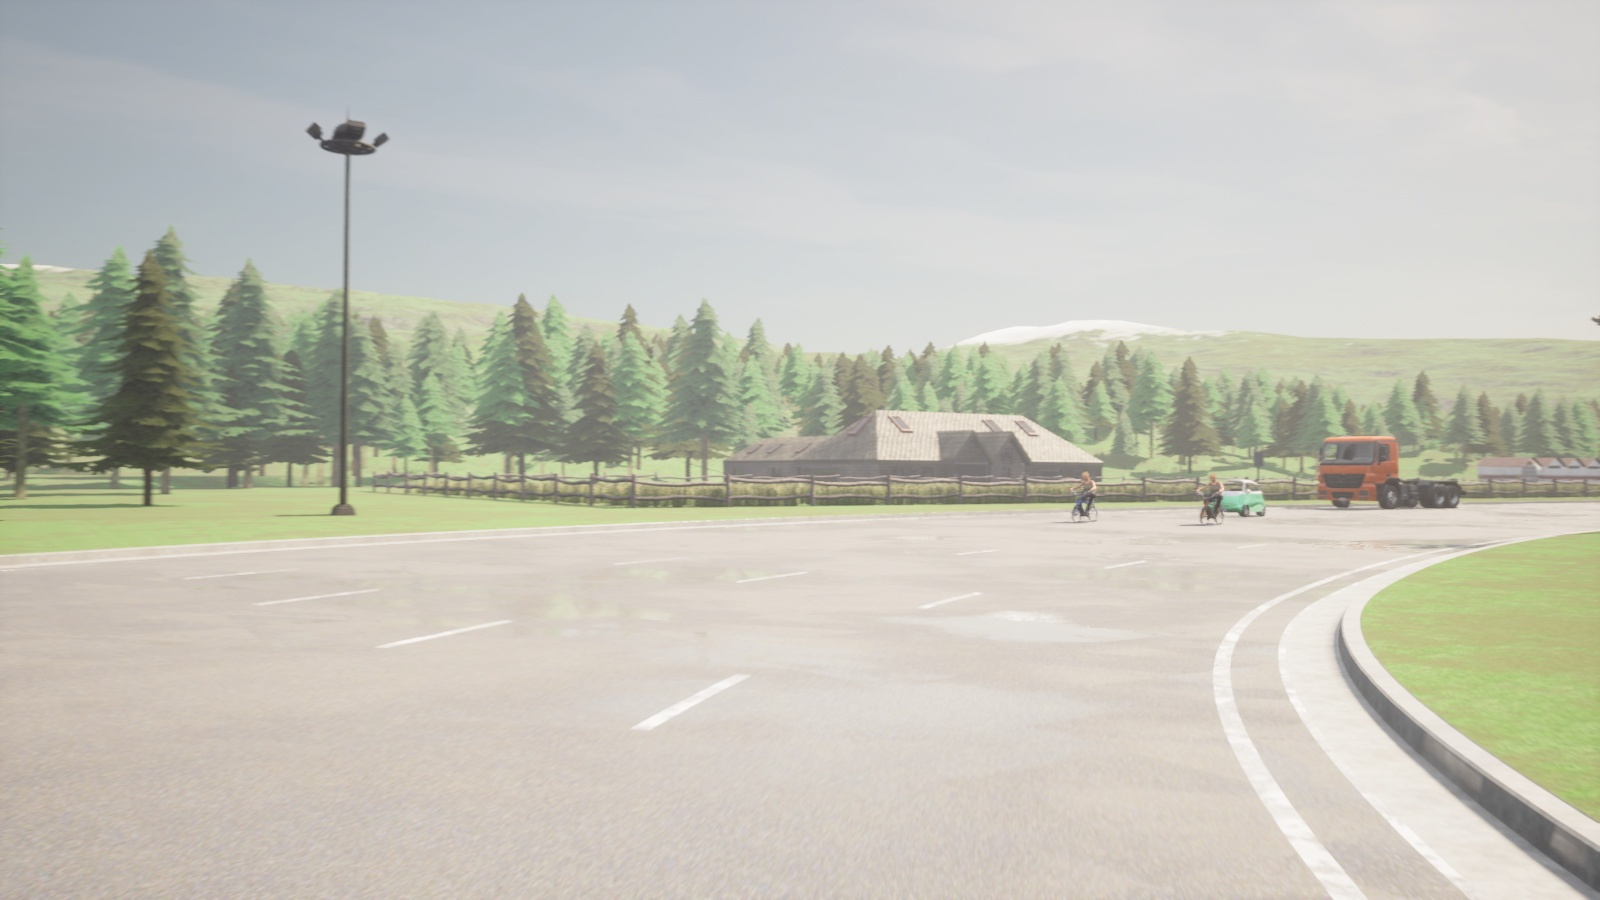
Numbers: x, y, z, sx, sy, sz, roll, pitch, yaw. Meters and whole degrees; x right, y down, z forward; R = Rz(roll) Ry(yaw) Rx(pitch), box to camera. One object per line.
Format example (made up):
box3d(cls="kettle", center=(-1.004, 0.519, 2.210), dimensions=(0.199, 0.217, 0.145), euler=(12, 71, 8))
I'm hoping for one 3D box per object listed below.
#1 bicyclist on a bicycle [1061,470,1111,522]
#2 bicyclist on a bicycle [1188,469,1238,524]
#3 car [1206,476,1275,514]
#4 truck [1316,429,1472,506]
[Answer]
box3d(cls="bicyclist on a bicycle", center=(9.037, 1.432, 39.690), dimensions=(0.866, 1.612, 1.509), euler=(-1, -1, 44))
box3d(cls="bicyclist on a bicycle", center=(12.612, 1.402, 38.354), dimensions=(0.866, 1.612, 1.509), euler=(-1, -1, 45))
box3d(cls="car", center=(16.379, 1.659, 46.648), dimensions=(2.207, 1.376, 1.481), euler=(1, -2, -40))
box3d(cls="truck", center=(28.262, 0.829, 59.651), dimensions=(7.936, 3.462, 2.891), euler=(1, -1, -33))
